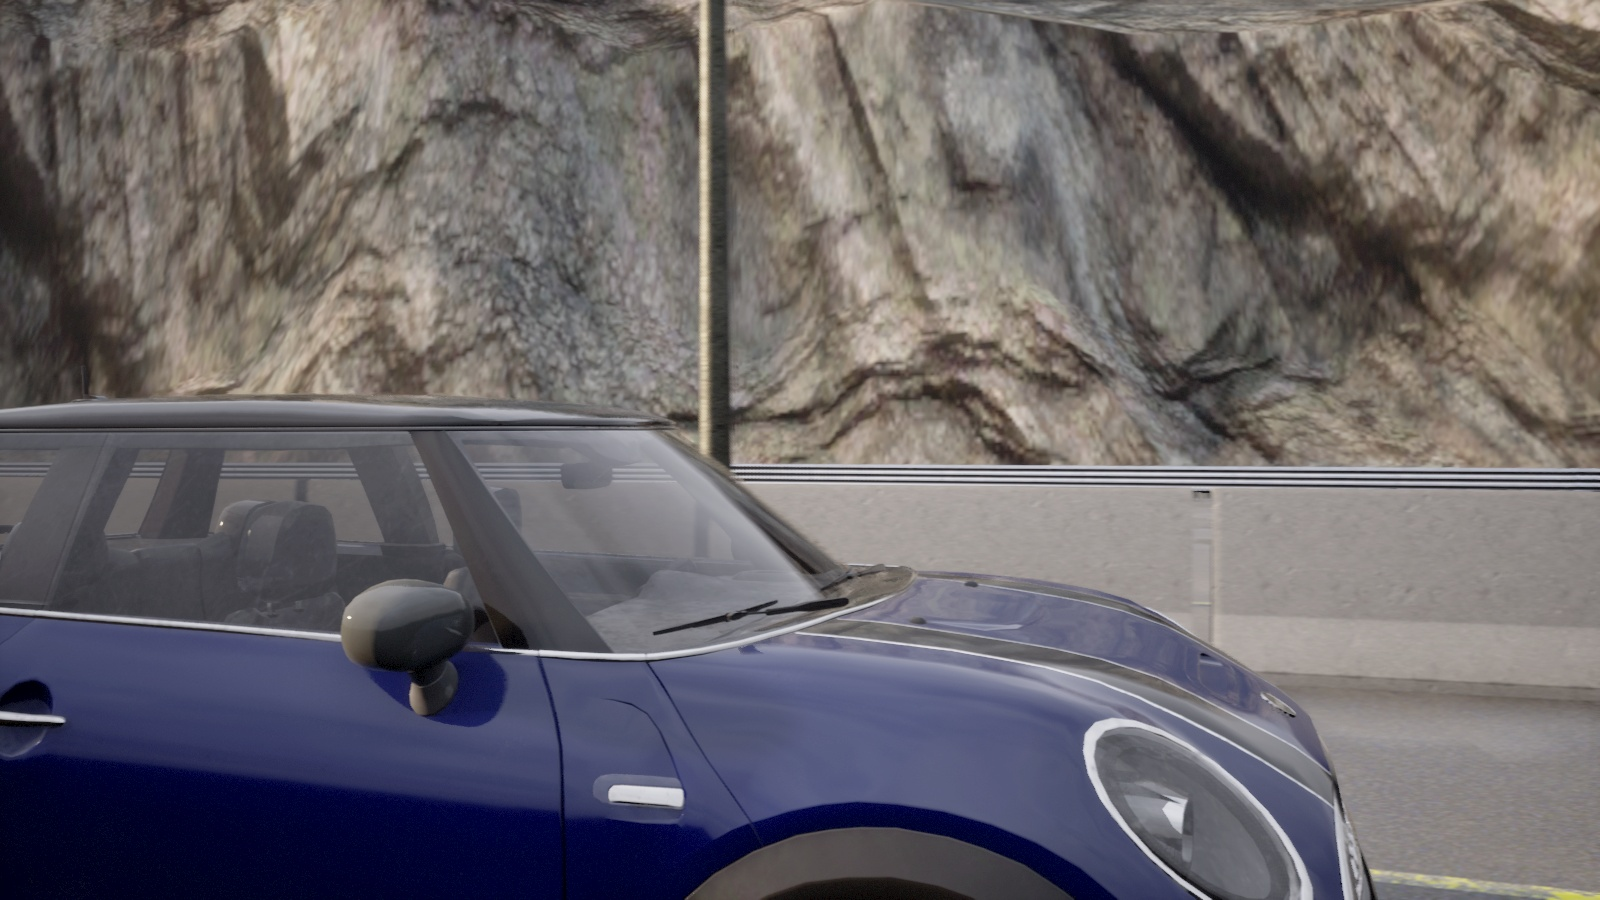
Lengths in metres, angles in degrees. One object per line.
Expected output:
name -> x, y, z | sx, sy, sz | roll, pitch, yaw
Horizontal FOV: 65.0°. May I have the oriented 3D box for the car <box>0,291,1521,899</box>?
car -> -0.840, 0.625, 3.470 | 4.553, 1.767, 2.097 | 1, 1, 18
